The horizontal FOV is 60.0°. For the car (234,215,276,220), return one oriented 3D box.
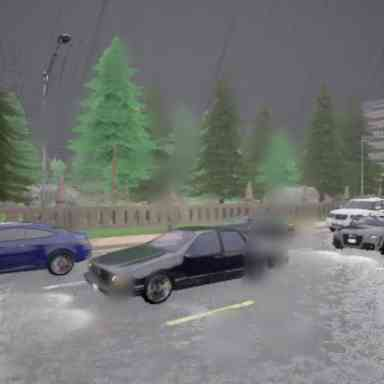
[{"bbox_3d":[2.384,1.687,14.298,4.718,1.301,1.895,1,0,-36],"label":"car"}]

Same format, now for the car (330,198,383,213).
[{"bbox_3d":[10.501,1.391,20.078,5.566,2.045,2.150,1,0,-35],"label":"car"}]

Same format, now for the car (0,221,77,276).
[{"bbox_3d":[-5.074,1.535,8.958,4.674,1.442,1.812,1,0,-34],"label":"car"}]

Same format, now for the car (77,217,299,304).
[{"bbox_3d":[0.172,1.590,8.418,5.357,1.411,2.033,1,0,-36],"label":"car"}]

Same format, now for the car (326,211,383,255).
[{"bbox_3d":[7.692,1.684,13.785,4.181,1.385,1.994,1,0,-36],"label":"car"}]
